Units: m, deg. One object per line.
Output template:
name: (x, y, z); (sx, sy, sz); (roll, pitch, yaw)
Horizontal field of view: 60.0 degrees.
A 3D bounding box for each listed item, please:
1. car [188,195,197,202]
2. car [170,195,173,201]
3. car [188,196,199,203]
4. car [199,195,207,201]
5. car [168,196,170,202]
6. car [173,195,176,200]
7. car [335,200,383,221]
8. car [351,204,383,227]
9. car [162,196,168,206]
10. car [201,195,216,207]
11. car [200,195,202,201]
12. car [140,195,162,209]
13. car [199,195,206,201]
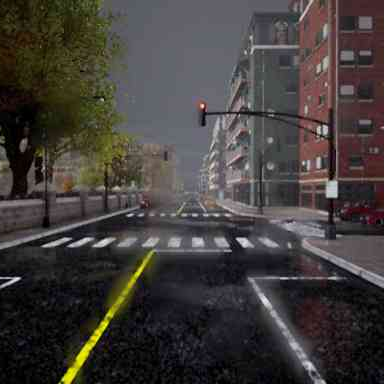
car: (0.085, 1.544, 79.848); (1.994, 1.385, 4.181); (0, 0, 0)
car: (-5.618, 1.571, 71.808); (1.802, 1.307, 4.206); (0, 0, 0)
car: (0.076, 1.535, 69.437); (2.033, 1.411, 5.357); (0, 0, 0)
car: (2.774, 1.538, 82.870); (1.887, 1.381, 4.507); (0, 0, 0)
car: (-5.630, 1.531, 60.738); (1.887, 1.381, 4.507); (0, 0, 0)
car: (-5.606, 1.575, 82.879); (1.802, 1.307, 4.206); (0, 0, 0)
car: (14.644, 1.574, 27.538); (5.009, 1.841, 2.192); (1, -1, 0)
car: (14.690, 1.836, 24.933); (4.181, 1.385, 1.994); (1, 0, 0)
car: (-5.636, 1.425, 55.202); (1.967, 1.590, 4.097); (0, 0, 0)
car: (2.740, 1.509, 49.829); (1.752, 1.417, 4.829); (0, 0, 0)
car: (2.745, 1.529, 55.194); (1.887, 1.381, 4.507); (0, 0, 0)
car: (-5.648, 1.298, 44.132); (2.192, 1.841, 5.009); (0, 0, 0)
car: (2.780, 1.541, 88.405); (1.887, 1.381, 4.507); (0, 0, 0)
